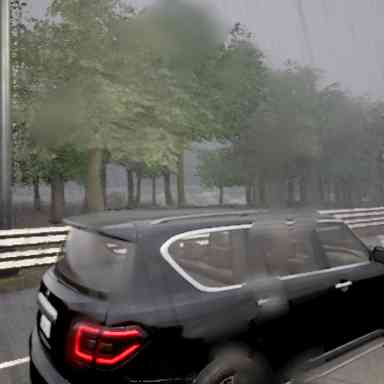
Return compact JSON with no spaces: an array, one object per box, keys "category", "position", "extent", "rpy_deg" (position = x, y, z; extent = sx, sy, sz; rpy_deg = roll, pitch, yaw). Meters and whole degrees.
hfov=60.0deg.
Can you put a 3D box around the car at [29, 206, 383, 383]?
[{"category":"car","position":[0.951,1.203,4.369],"extent":[5.566,2.045,2.150],"rpy_deg":[0,0,-35]}]
